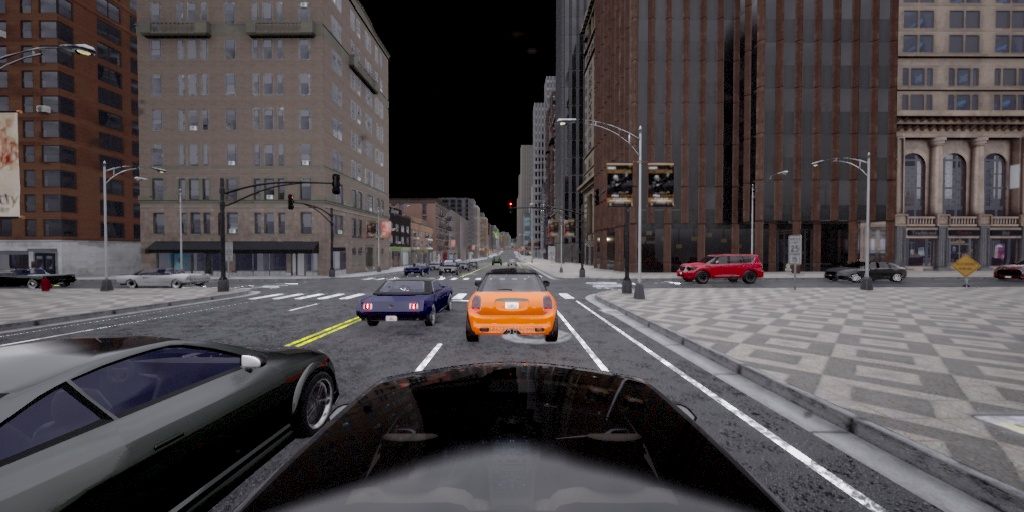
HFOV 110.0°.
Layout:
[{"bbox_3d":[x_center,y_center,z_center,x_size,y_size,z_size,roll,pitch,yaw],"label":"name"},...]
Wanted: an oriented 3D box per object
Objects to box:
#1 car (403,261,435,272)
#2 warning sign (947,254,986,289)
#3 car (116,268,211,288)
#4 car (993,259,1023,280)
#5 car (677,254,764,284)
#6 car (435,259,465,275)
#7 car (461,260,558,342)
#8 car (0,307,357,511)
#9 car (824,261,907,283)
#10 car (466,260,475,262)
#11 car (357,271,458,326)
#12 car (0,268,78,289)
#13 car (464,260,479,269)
[{"bbox_3d":[-9.862,1.366,37.637,1.895,1.301,4.718,0,0,0],"label":"car"},{"bbox_3d":[25.172,0.827,19.872,1.060,1.860,1.300,0,0,0],"label":"warning sign"},{"bbox_3d":[-22.761,1.445,23.584,4.718,1.301,1.895,0,1,1],"label":"car"},{"bbox_3d":[37.833,0.918,25.709,4.553,1.767,2.097,0,1,0],"label":"car"},{"bbox_3d":[14.832,0.875,25.634,5.566,2.045,2.150,0,1,0],"label":"car"},{"bbox_3d":[-6.611,1.330,38.845,1.994,1.385,4.181,0,0,0],"label":"car"},{"bbox_3d":[0.007,1.101,9.959,2.097,1.767,4.553,0,0,0],"label":"car"},{"bbox_3d":[-3.158,1.314,2.790,1.994,1.385,4.181,0,0,1],"label":"car"},{"bbox_3d":[25.232,1.118,25.675,4.892,1.490,1.837,0,1,0],"label":"car"},{"bbox_3d":[-6.613,1.337,48.804,1.994,1.385,4.181,0,0,0],"label":"car"},{"bbox_3d":[-3.152,1.350,11.610,1.895,1.301,4.718,0,0,0],"label":"car"},{"bbox_3d":[-31.995,1.476,23.660,4.718,1.301,1.895,0,1,0],"label":"car"},{"bbox_3d":[-6.598,1.342,58.824,1.994,1.385,4.181,0,0,0],"label":"car"}]
